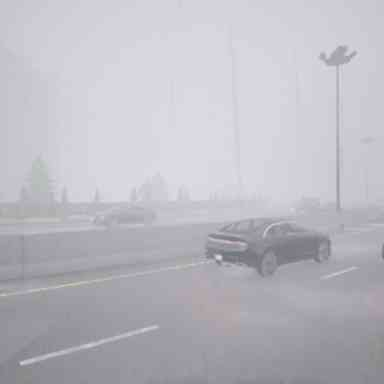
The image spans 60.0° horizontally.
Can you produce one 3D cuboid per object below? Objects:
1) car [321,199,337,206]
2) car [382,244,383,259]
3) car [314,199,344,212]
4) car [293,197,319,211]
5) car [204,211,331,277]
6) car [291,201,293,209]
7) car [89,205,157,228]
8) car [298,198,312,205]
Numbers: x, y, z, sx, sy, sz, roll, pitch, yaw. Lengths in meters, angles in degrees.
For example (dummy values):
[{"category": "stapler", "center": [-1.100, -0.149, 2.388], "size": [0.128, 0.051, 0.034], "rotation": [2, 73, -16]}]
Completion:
[{"category": "car", "center": [29.169, 2.232, 71.112], "size": [2.033, 1.411, 5.357], "rotation": [0, -1, 11]}, {"category": "car", "center": [7.692, 1.686, 10.330], "size": [4.718, 1.301, 1.895], "rotation": [0, -1, -42]}, {"category": "car", "center": [14.565, 1.811, 34.679], "size": [1.837, 1.490, 4.892], "rotation": [0, -1, 33]}, {"category": "car", "center": [14.517, 1.592, 41.083], "size": [2.150, 2.045, 5.566], "rotation": [0, -1, 30]}, {"category": "car", "center": [2.571, 1.564, 10.536], "size": [4.902, 1.511, 2.128], "rotation": [1, -1, -40]}, {"category": "car", "center": [18.210, 1.899, 56.938], "size": [2.097, 1.767, 4.553], "rotation": [0, -1, 21]}, {"category": "car", "center": [-4.663, 1.634, 23.029], "size": [4.902, 1.511, 2.128], "rotation": [1, -1, -43]}, {"category": "car", "center": [26.636, 2.313, 78.840], "size": [2.128, 1.511, 4.902], "rotation": [0, -1, 6]}]
